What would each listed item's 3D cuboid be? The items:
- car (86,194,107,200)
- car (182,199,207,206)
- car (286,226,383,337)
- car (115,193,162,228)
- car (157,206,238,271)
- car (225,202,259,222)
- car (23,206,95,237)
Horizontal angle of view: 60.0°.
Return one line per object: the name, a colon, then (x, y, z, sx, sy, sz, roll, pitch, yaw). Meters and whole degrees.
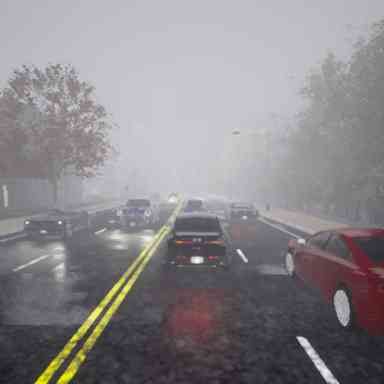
car: (-20.188, 1.025, 70.101, 4.313, 1.339, 1.947, 0, 2, 0)
car: (0.212, 1.259, 26.624, 1.812, 1.442, 4.674, 0, 1, 0)
car: (3.357, 1.425, 6.727, 1.882, 1.535, 5.008, 0, 1, 1)
car: (-3.224, 1.131, 20.321, 2.097, 1.767, 4.553, 0, 1, 0)
car: (0.151, 1.398, 10.560, 1.837, 1.490, 4.892, 0, 1, 1)
car: (3.470, 1.375, 24.040, 1.895, 1.301, 4.718, 0, 1, 0)
car: (-6.477, 1.401, 16.710, 1.895, 1.301, 4.718, 0, 1, 0)
